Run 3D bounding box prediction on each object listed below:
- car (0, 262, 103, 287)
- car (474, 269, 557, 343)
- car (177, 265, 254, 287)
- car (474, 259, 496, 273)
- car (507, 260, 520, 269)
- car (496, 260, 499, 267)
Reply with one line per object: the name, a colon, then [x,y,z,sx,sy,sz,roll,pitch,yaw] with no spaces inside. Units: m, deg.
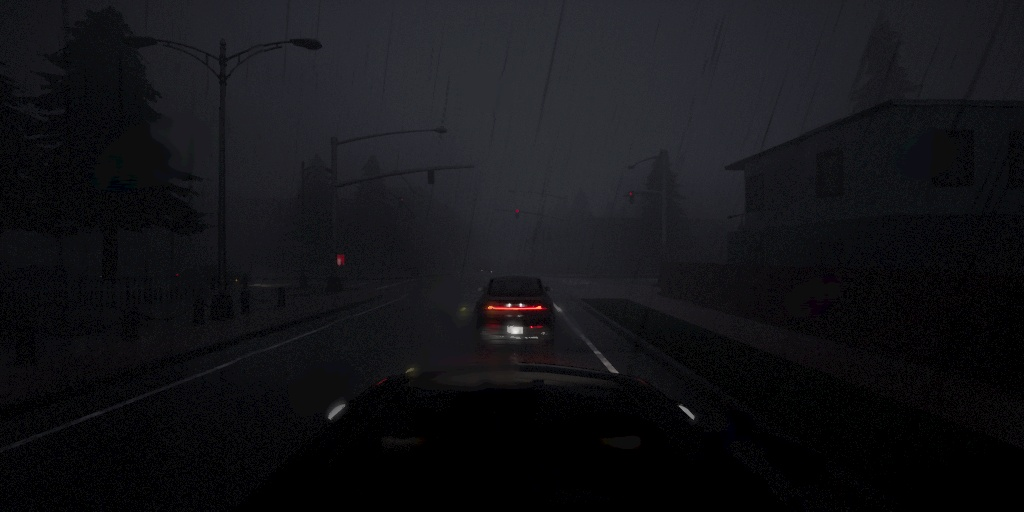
car: [-30.518,1.313,23.719,5.357,1.411,2.033,0,0,-1]
car: [0.092,1.255,9.673,1.837,1.490,4.892,0,0,0]
car: [-19.863,1.329,24.001,4.181,1.385,1.994,0,0,-2]
car: [-3.507,1.297,44.389,2.033,1.411,5.357,0,0,0]
car: [0.215,1.314,54.669,1.994,1.385,4.181,0,0,0]
car: [-3.476,1.241,54.570,2.128,1.511,4.902,0,0,0]
